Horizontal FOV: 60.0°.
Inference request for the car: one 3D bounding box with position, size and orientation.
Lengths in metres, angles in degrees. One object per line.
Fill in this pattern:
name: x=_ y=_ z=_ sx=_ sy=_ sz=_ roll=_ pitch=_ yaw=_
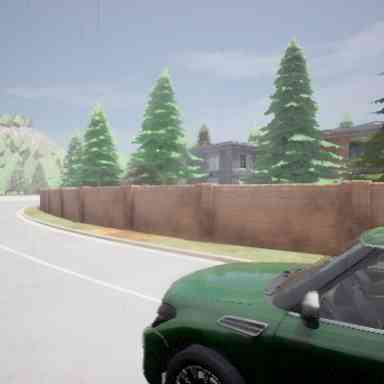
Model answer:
car: x=2.115 y=1.220 z=2.575 sx=5.566 sy=2.045 sz=2.150 roll=0 pitch=0 yaw=37
